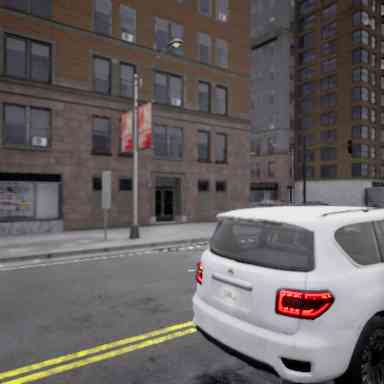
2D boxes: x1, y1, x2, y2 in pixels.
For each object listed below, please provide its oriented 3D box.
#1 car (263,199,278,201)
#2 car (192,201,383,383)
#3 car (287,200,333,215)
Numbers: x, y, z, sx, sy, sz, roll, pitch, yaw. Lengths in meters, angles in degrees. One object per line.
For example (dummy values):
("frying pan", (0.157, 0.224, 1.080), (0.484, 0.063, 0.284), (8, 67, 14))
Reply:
("car", (9.273, 1.592, 40.328), (2.008, 1.369, 4.403), (0, 0, -35))
("car", (2.609, 1.226, 5.294), (5.566, 2.045, 2.150), (0, 0, -36))
("car", (12.538, 1.607, 35.702), (1.947, 1.339, 4.313), (0, 0, -35))
